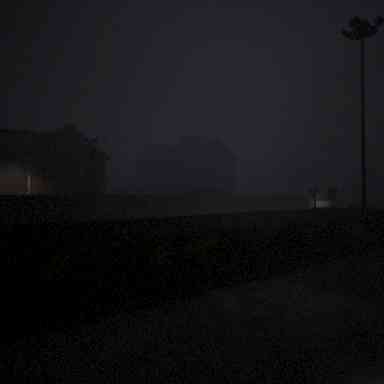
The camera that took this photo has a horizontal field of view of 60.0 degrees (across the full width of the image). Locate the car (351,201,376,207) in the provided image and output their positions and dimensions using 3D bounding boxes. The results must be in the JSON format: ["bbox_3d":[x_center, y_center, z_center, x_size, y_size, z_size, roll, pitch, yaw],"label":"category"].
[{"bbox_3d":[17.458,1.679,34.249,2.128,1.511,4.902,-1,-1,9],"label":"car"}]
